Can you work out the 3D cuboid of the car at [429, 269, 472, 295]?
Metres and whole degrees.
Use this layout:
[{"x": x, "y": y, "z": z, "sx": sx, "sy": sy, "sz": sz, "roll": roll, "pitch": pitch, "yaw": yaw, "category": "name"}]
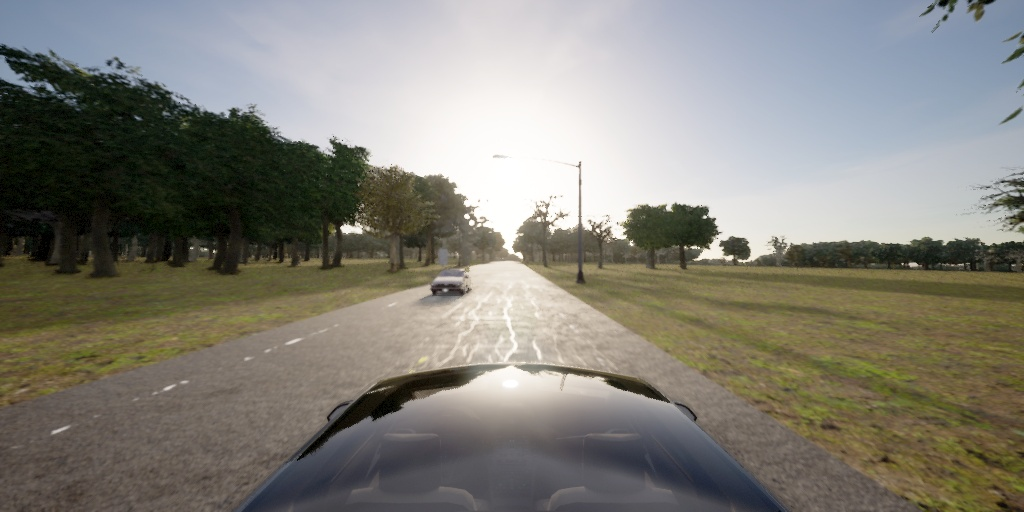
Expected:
[{"x": -3.544, "y": 1.472, "z": 21.761, "sx": 2.033, "sy": 1.411, "sz": 5.357, "roll": 0, "pitch": -1, "yaw": 0, "category": "car"}]
